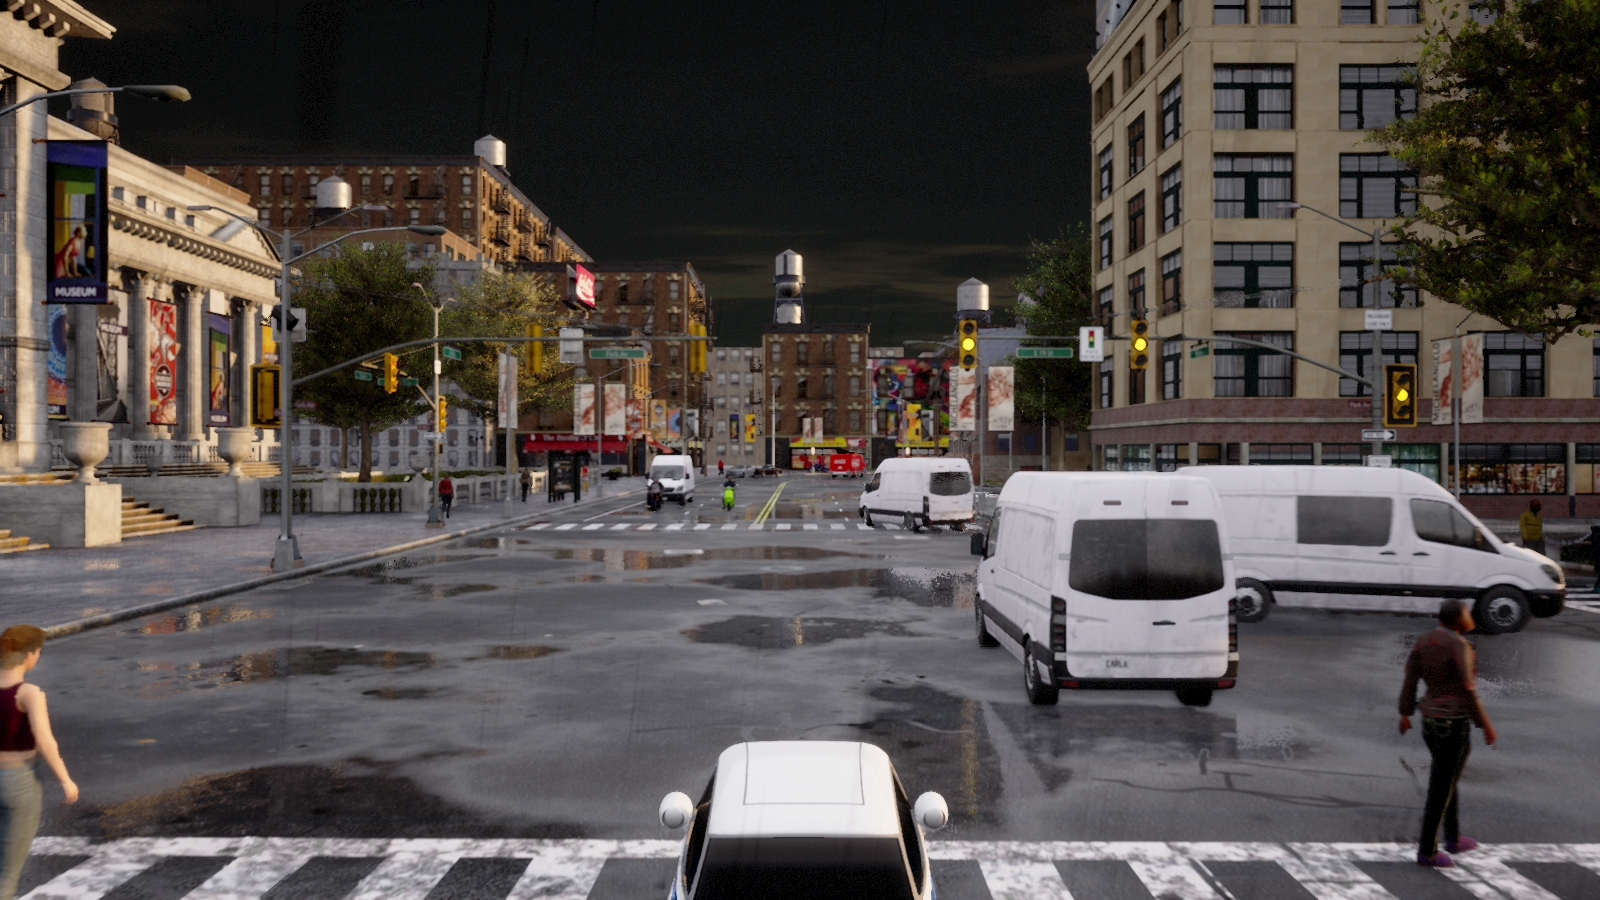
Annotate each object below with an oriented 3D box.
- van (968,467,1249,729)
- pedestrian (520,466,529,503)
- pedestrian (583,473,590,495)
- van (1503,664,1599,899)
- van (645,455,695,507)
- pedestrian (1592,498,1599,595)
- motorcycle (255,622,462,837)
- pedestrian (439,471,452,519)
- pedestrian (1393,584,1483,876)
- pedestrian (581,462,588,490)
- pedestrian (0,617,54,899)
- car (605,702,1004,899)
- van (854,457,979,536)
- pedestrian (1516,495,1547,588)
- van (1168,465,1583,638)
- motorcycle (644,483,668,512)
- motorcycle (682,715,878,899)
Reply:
[{"bbox_3d":[3.555,1.546,14.518,1.988,2.561,5.915,0,0,0],"label":"van"},{"bbox_3d":[-13.988,1.740,58.113,0.375,1.860,0.375,0,0,-1],"label":"pedestrian"},{"bbox_3d":[-12.892,2.027,68.899,0.375,1.300,0.375,0,0,-1],"label":"pedestrian"},{"bbox_3d":[3.529,1.785,1.841,2.069,2.038,4.480,0,0,1],"label":"van"},{"bbox_3d":[-6.791,1.578,60.248,1.988,2.561,5.915,0,0,0],"label":"van"},{"bbox_3d":[15.574,1.865,22.002,0.375,1.860,0.375,0,0,-12],"label":"pedestrian"},{"bbox_3d":[-3.561,2.213,9.475,0.867,1.251,2.209,0,0,0],"label":"motorcycle"},{"bbox_3d":[-13.680,1.729,44.133,0.375,1.860,0.375,0,0,1],"label":"pedestrian"},{"bbox_3d":[4.284,1.856,7.682,0.375,1.860,0.375,0,0,-10],"label":"pedestrian"},{"bbox_3d":[-14.477,1.753,76.899,0.375,1.860,0.375,0,0,5],"label":"pedestrian"},{"bbox_3d":[-4.322,1.854,6.131,0.375,1.860,0.375,0,0,9],"label":"pedestrian"},{"bbox_3d":[0.018,2.124,5.351,1.481,1.376,2.207,0,1,0],"label":"car"},{"bbox_3d":[4.064,1.564,41.068,1.988,2.561,5.915,-1,0,-21],"label":"van"},{"bbox_3d":[15.000,1.866,23.430,0.375,1.860,0.375,0,0,-12],"label":"pedestrian"},{"bbox_3d":[9.220,1.550,18.975,5.915,2.561,1.988,0,0,17],"label":"van"},{"bbox_3d":[-6.819,2.245,54.326,0.867,1.251,2.209,0,0,0],"label":"motorcycle"},{"bbox_3d":[-0.086,2.188,5.886,0.856,1.236,1.805,0,0,0],"label":"motorcycle"}]
